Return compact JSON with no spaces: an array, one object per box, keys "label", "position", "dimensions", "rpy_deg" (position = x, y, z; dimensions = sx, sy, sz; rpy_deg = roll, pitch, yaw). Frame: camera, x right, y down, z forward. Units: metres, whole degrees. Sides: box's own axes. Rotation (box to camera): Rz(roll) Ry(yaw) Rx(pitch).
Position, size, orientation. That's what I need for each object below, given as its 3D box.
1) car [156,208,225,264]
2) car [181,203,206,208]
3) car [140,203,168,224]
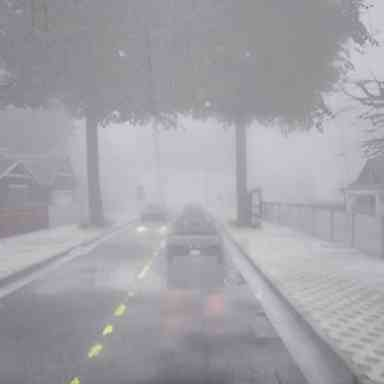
[{"label":"car","position":[0.102,1.545,11.997],"dimensions":[2.128,1.511,4.902],"rpy_deg":[0,0,0]},{"label":"car","position":[0.126,1.642,27.856],"dimensions":[2.128,1.511,4.902],"rpy_deg":[0,0,0]},{"label":"car","position":[-2.808,1.614,25.953],"dimensions":[1.882,1.535,5.008],"rpy_deg":[0,0,0]}]
